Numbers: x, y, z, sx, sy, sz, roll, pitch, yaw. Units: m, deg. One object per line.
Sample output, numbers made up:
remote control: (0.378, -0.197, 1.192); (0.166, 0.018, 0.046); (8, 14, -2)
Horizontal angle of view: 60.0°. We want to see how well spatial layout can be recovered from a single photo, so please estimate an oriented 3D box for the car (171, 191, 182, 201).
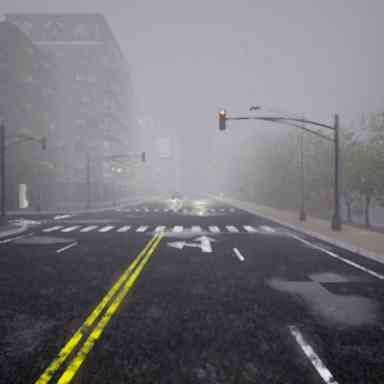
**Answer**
car: (-3.240, 0.758, 71.006); (2.150, 2.045, 5.566); (0, 0, 0)
